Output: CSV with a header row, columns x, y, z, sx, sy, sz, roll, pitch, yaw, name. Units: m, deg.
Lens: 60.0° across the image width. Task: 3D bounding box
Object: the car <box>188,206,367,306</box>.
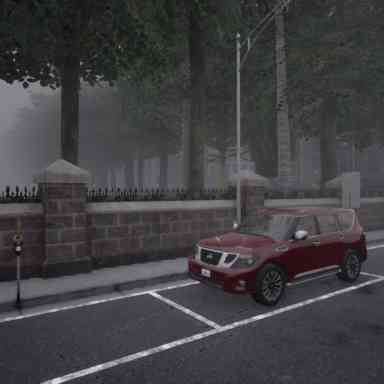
x,y,z,sx,sy,sz,roll,pitch,yaw,name
2.326,1.314,8.194,5.009,1.841,2.192,0,0,-36,car
